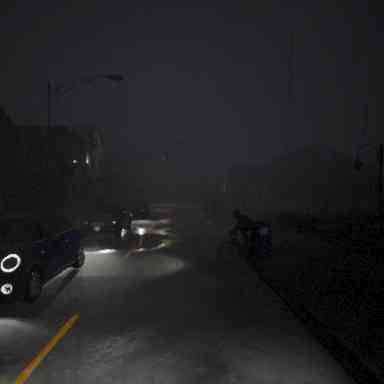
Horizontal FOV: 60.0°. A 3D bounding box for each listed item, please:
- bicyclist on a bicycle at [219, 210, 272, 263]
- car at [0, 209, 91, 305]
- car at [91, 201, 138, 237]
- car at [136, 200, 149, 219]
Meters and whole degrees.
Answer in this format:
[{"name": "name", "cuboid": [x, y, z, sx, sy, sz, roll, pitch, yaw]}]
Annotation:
[{"name": "bicyclist on a bicycle", "cuboid": [1.608, 1.361, 10.303, 1.656, 1.620, 0.582, -6, 0, -1]}, {"name": "car", "cuboid": [-4.256, 1.333, 8.139, 2.097, 1.767, 4.553, 0, 0, -1]}, {"name": "car", "cuboid": [-4.479, 1.451, 17.972, 2.128, 1.511, 4.902, 0, 0, -1]}, {"name": "car", "cuboid": [-4.700, 1.461, 28.268, 1.812, 1.442, 4.674, 0, 0, -1]}]
